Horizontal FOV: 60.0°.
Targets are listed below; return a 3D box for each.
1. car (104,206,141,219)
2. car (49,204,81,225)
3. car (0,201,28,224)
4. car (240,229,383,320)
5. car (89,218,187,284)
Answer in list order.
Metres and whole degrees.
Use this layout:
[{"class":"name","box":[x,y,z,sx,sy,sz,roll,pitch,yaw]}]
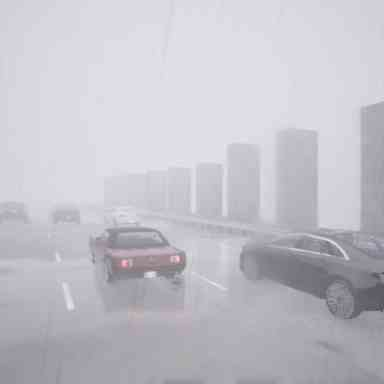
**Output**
[{"class":"car","box":[-5.208,1.784,24.683,1.812,1.442,4.674,1,-1,-28]},{"class":"car","box":[-10.241,1.724,26.621,1.882,1.535,5.008,1,-1,-29]},{"class":"car","box":[-14.838,1.577,27.560,2.097,1.767,4.553,1,-1,-30]},{"class":"car","box":[2.955,1.605,7.726,2.128,1.511,4.902,1,-1,-24]},{"class":"car","box":[-1.899,1.708,10.014,1.895,1.301,4.718,1,-1,-24]}]
